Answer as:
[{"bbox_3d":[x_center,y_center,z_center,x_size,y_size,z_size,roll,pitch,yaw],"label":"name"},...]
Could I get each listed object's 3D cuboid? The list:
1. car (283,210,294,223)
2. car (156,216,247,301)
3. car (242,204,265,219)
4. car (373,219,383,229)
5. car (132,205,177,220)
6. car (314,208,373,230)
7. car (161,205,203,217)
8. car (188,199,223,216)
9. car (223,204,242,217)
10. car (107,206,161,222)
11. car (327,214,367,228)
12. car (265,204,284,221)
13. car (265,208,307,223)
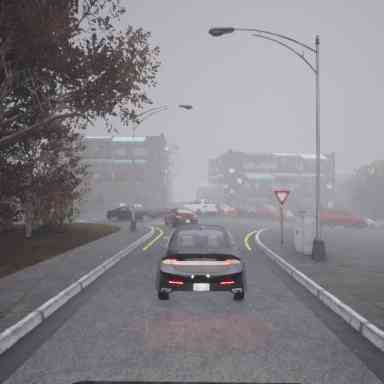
[{"bbox_3d":[13.812,3.118,39.343,4.892,1.490,1.837,6,-2,-11],"label":"car"},{"bbox_3d":[0.215,1.582,8.551,2.128,1.511,4.902,0,-1,1],"label":"car"},{"bbox_3d":[6.734,2.471,43.221,2.185,1.767,4.553,6,-3,-32],"label":"car"},{"bbox_3d":[24.431,4.331,46.791,2.002,1.452,4.674,7,-3,-31],"label":"car"},{"bbox_3d":[-4.029,2.206,36.079,4.718,1.301,1.895,-2,-1,-6],"label":"car"},{"bbox_3d":[15.897,2.901,35.798,5.566,2.045,2.150,5,-2,-11],"label":"car"},{"bbox_3d":[-0.918,1.941,25.825,1.812,1.442,4.674,0,-1,-15],"label":"car"},{"bbox_3d":[0.907,1.943,41.995,2.435,2.045,5.566,1,-2,-31],"label":"car"},{"bbox_3d":[3.773,2.227,42.653,2.185,1.767,4.553,4,-3,-32],"label":"car"},{"bbox_3d":[-5.809,2.089,32.581,5.008,1.535,1.882,-2,-1,6],"label":"car"},{"bbox_3d":[21.473,4.049,46.207,2.002,1.452,4.674,6,-3,-31],"label":"car"},{"bbox_3d":[9.718,2.632,43.849,2.435,2.045,5.566,7,-3,-32],"label":"car"},{"bbox_3d":[12.535,3.160,44.618,1.946,1.575,5.366,6,-3,-31],"label":"car"}]
